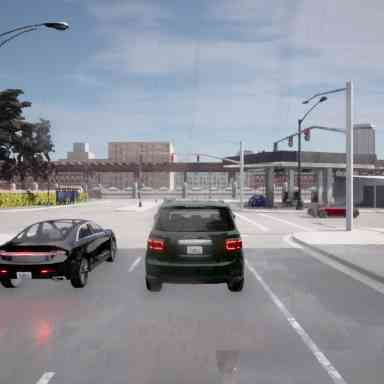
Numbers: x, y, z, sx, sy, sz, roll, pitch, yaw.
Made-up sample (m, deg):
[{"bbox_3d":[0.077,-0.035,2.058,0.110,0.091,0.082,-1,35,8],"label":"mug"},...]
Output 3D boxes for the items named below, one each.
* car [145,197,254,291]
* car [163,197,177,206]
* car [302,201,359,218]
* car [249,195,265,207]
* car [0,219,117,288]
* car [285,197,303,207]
[{"bbox_3d":[0.073,1.221,9.153,2.150,2.045,5.566,0,0,0],"label":"car"},{"bbox_3d":[-3.476,1.564,54.249,1.994,1.385,4.181,0,0,0],"label":"car"},{"bbox_3d":[12.354,1.564,29.210,4.181,1.385,1.994,0,0,-1],"label":"car"},{"bbox_3d":[9.649,1.295,49.338,2.242,1.667,4.611,0,0,0],"label":"car"},{"bbox_3d":[-3.431,1.492,9.238,2.128,1.511,4.902,0,0,0],"label":"car"},{"bbox_3d":[15.393,1.456,50.107,1.970,1.475,3.806,0,0,0],"label":"car"}]
